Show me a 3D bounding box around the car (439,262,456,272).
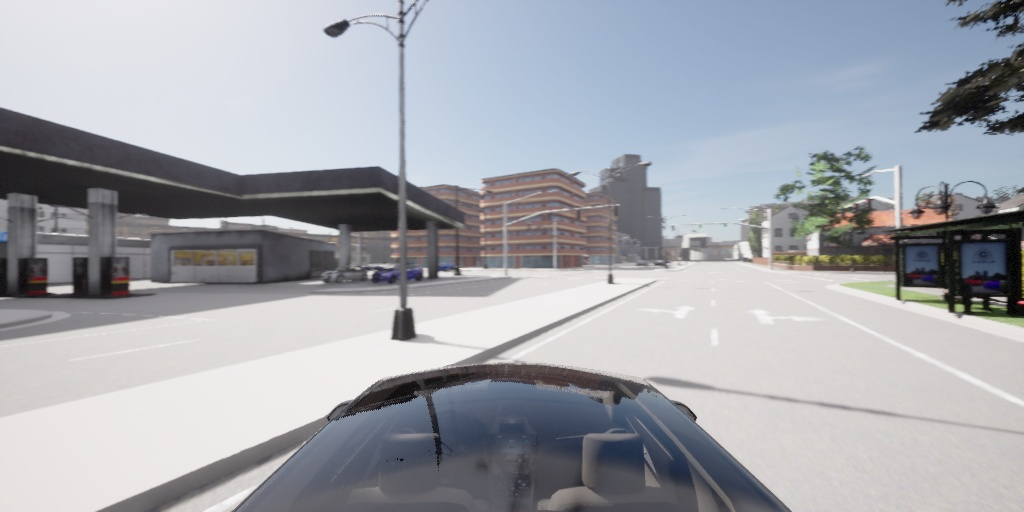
[{"bbox_3d":[-10.895,1.801,57.840,5.008,1.535,1.882,-1,-1,28],"label":"car"}]
